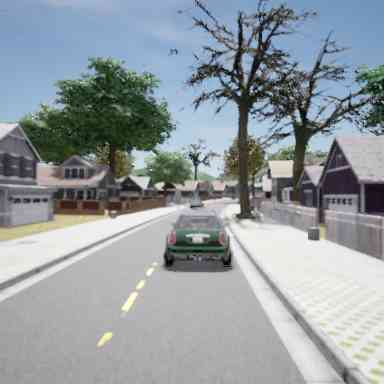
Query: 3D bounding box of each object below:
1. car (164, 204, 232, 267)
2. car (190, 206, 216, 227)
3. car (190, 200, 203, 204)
[{"bbox_3d":[0.264,1.488,12.184,2.097,1.767,4.553,0,-1,2],"label":"car"},{"bbox_3d":[0.978,1.880,26.573,1.895,1.301,4.718,0,0,4],"label":"car"},{"bbox_3d":[0.802,2.036,53.269,2.033,1.411,5.357,0,0,8],"label":"car"}]
